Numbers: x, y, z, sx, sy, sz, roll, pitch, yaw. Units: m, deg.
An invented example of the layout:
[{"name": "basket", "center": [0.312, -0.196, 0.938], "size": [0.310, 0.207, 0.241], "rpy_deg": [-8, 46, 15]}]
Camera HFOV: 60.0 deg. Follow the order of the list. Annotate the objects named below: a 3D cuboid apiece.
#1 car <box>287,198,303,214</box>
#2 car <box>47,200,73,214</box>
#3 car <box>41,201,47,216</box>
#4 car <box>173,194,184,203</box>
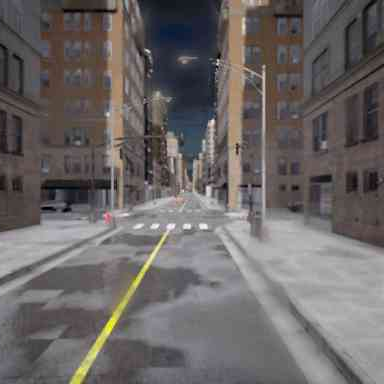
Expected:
[{"name": "car", "center": [12.363, 1.239, 34.110], "size": [5.009, 1.841, 2.192], "rpy_deg": [0, 0, 0]}, {"name": "car", "center": [-14.520, 1.515, 34.161], "size": [4.313, 1.339, 1.947], "rpy_deg": [0, 0, 0]}, {"name": "car", "center": [-14.374, 1.522, 26.135], "size": [4.829, 1.417, 1.752], "rpy_deg": [0, 0, 0]}, {"name": "car", "center": [-2.724, 1.248, 66.383], "size": [2.097, 1.767, 4.553], "rpy_deg": [0, 0, 0]}]
